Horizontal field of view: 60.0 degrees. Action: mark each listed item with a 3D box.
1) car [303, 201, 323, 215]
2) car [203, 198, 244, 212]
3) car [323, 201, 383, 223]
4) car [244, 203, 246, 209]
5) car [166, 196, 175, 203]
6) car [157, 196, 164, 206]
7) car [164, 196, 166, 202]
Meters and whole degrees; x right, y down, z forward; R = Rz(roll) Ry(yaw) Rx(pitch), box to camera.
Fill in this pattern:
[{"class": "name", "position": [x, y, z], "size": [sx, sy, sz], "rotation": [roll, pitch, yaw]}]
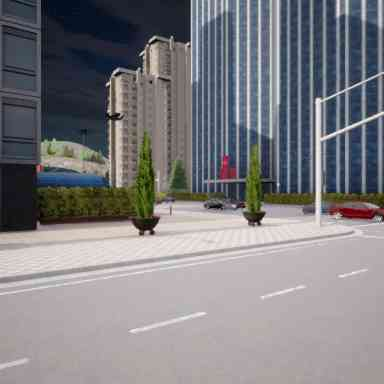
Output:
[{"class": "car", "position": [12.894, 1.564, 32.298], "size": [1.994, 1.385, 4.181], "rotation": [0, 0, -36]}, {"class": "car", "position": [3.348, 1.493, 39.504], "size": [2.128, 1.511, 4.902], "rotation": [0, 0, -36]}, {"class": "car", "position": [13.239, 1.478, 25.896], "size": [1.882, 1.535, 5.008], "rotation": [0, 0, -36]}, {"class": "car", "position": [4.961, 1.600, 43.244], "size": [1.895, 1.301, 4.718], "rotation": [0, 0, -36]}, {"class": "car", "position": [-5.345, 1.498, 69.719], "size": [2.128, 1.511, 4.902], "rotation": [0, 0, -36]}, {"class": "car", "position": [-7.050, 1.493, 53.933], "size": [2.128, 1.511, 4.902], "rotation": [0, 0, -36]}, {"class": "car", "position": [-7.212, 1.478, 60.205], "size": [1.882, 1.535, 5.008], "rotation": [0, 0, -36]}]
